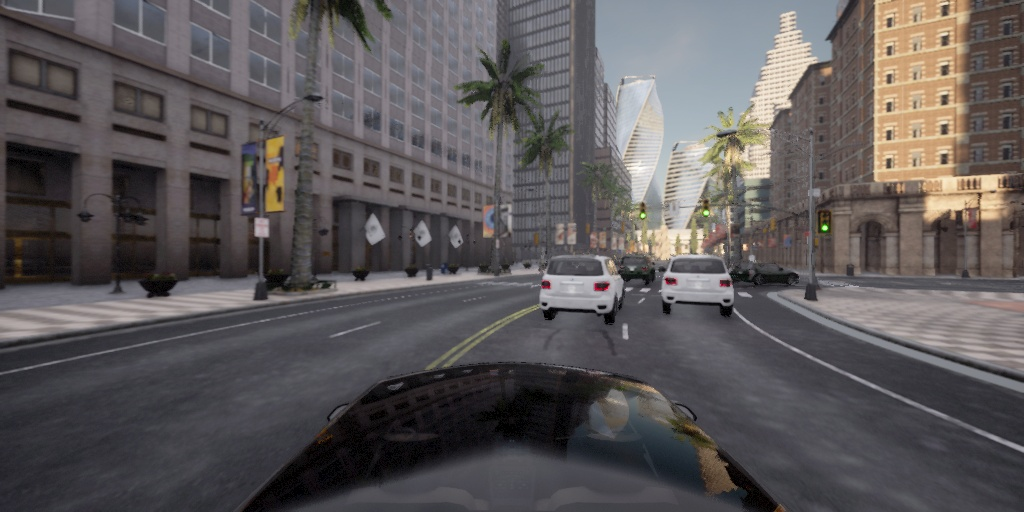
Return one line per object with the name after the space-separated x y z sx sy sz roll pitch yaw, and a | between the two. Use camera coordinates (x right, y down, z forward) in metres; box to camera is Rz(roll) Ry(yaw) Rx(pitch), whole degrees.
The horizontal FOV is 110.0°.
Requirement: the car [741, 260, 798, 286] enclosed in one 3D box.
18.260 1.206 25.998 4.553 1.767 2.097 0 0 -16 | car

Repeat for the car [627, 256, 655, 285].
9.532 1.029 27.299 2.150 2.045 5.566 0 0 26 | car

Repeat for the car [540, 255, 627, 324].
2.598 0.989 12.384 2.150 2.045 5.566 0 0 21 | car

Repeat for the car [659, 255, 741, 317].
6.961 1.010 13.857 2.150 2.045 5.566 0 0 23 | car
